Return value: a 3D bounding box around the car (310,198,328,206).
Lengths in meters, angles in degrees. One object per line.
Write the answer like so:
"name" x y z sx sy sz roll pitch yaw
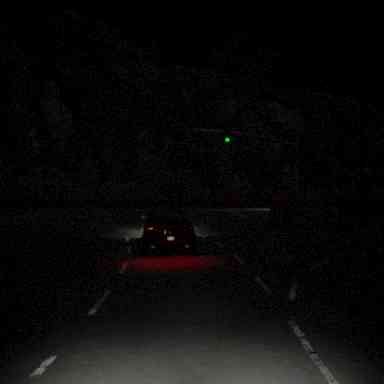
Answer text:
"car" 16.329 1.363 36.526 5.357 1.411 2.033 0 0 -2

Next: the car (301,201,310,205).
"car" 15.710 1.403 40.008 4.718 1.301 1.895 0 0 -2

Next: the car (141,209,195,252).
"car" -1.073 1.424 13.836 1.882 1.535 5.008 0 0 -8

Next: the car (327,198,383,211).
"car" 15.025 1.348 29.482 4.892 1.490 1.837 -1 0 -2
